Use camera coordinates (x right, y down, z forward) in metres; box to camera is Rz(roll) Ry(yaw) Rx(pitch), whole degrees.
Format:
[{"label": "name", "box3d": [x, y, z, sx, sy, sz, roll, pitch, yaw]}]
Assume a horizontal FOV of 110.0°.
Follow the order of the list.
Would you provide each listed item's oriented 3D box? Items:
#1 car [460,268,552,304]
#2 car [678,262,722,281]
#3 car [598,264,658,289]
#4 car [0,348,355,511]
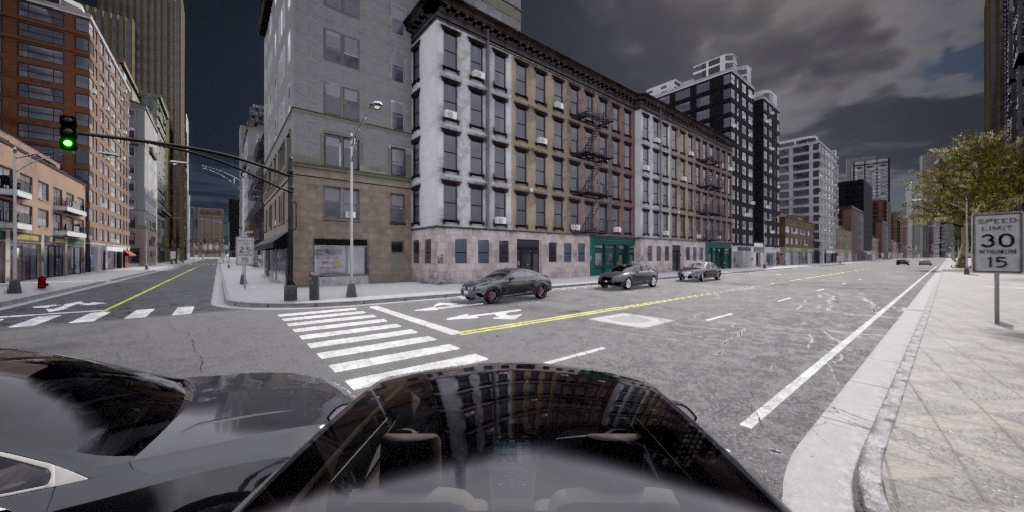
[{"label": "car", "box3d": [-0.152, 1.286, 16.676, 4.674, 1.442, 1.812, 0, 0, -39]}, {"label": "car", "box3d": [15.463, 1.234, 29.477, 4.902, 1.511, 2.128, 0, 0, -39]}, {"label": "car", "box3d": [7.497, 1.257, 22.953, 4.892, 1.490, 1.837, 0, 0, -39]}, {"label": "car", "box3d": [-3.234, 1.257, 1.683, 4.892, 1.490, 1.837, 0, 0, -35]}]
